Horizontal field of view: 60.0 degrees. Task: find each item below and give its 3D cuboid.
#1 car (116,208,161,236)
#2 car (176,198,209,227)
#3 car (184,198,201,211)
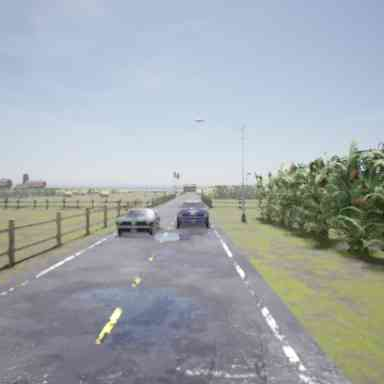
[{"bbox_3d":[-2.848,1.592,18.474,1.895,1.301,4.718,0,0,0],"label":"car"},{"bbox_3d":[0.063,1.341,22.842,2.097,1.767,4.553,0,0,0],"label":"car"},{"bbox_3d":[0.064,1.520,42.089,2.033,1.411,5.357,0,0,0],"label":"car"}]
